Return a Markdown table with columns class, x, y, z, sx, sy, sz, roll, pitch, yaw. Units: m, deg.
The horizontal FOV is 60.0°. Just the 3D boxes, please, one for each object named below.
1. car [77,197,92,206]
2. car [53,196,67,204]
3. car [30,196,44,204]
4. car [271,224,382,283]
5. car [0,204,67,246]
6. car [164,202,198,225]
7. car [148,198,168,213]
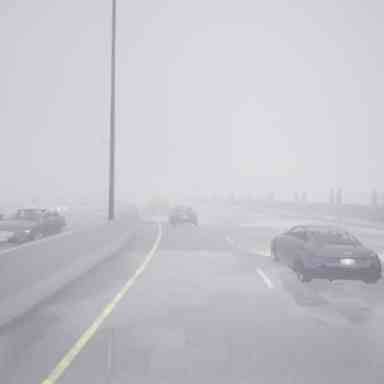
| class | x | y | z | sx | sy | sz | roll | pitch | yaw |
| --- | --- | --- | --- | --- | --- | --- | --- | --- | --- |
| car | -18.114 | 1.616 | 55.967 | 2.033 | 1.411 | 5.357 | 1 | 0 | -27 |
| car | -22.460 | 1.513 | 56.476 | 2.128 | 1.511 | 4.902 | 1 | 0 | -29 |
| car | -26.115 | 1.476 | 55.798 | 1.837 | 1.490 | 4.892 | 1 | 0 | -30 |
| car | 3.746 | 1.657 | 10.008 | 1.994 | 1.385 | 4.181 | 1 | 0 | 0 |
| car | -7.057 | 1.483 | 14.684 | 2.128 | 1.511 | 4.902 | 1 | 0 | -3 |
| car | -0.775 | 1.679 | 25.000 | 1.994 | 1.385 | 4.181 | 1 | 0 | -8 |
| car | -4.008 | 1.504 | 40.021 | 2.097 | 1.767 | 4.553 | 1 | 0 | -16 |
